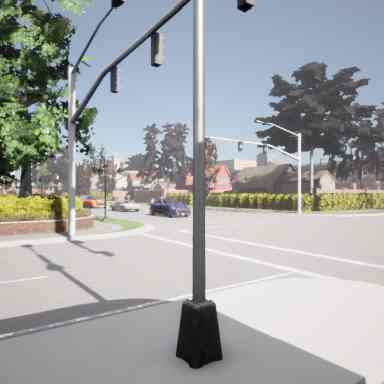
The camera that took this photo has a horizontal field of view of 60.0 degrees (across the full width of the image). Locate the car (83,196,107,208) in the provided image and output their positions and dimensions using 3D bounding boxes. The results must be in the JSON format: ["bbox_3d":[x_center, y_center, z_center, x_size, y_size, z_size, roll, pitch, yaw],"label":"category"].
[{"bbox_3d":[-13.712,1.352,46.866,2.097,1.767,4.553,0,0,-36],"label":"car"}]

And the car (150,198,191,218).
[{"bbox_3d":[-2.078,1.352,30.790,2.097,1.767,4.553,0,0,-36],"label":"car"}]

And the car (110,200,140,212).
[{"bbox_3d":[-7.822,1.601,38.726,1.895,1.301,4.718,0,0,-36],"label":"car"}]
